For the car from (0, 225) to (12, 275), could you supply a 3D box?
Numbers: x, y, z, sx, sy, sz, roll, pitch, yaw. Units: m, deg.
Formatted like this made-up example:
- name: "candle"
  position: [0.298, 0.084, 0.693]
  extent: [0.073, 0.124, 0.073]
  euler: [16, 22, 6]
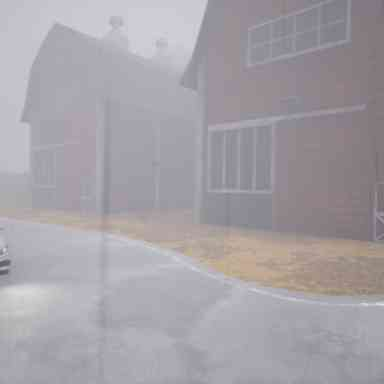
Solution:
- name: "car"
  position: [-6.209, 1.281, 8.934]
  extent: [1.812, 1.442, 4.674]
  euler: [0, 1, -39]
